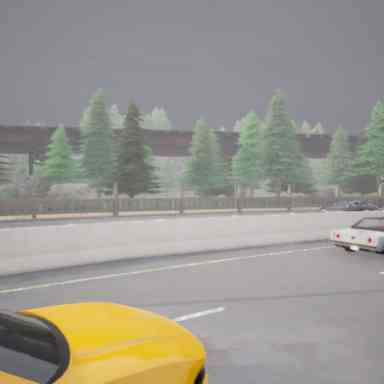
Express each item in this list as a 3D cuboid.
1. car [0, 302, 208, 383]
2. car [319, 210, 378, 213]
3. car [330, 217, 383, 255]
[{"bbox_3d":[-2.135,1.466,2.103,5.008,1.535,1.882,0,0,-36],"label":"car"},{"bbox_3d":[12.109,1.363,25.770,4.902,1.511,2.128,0,0,-21],"label":"car"},{"bbox_3d":[7.315,1.541,11.939,4.718,1.301,1.895,0,0,-27],"label":"car"}]
